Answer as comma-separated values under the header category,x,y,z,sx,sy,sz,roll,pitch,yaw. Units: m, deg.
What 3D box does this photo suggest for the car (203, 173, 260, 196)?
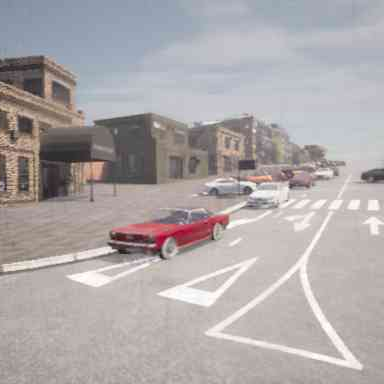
category,x,y,z,sx,sy,sz,roll,pitch,yaw
car,3.284,-0.526,29.306,4.674,1.452,2.002,-3,5,7

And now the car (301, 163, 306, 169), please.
category,x,y,z,sx,sy,sz,roll,pitch,yaw
car,14.004,-3.021,50.144,5.008,1.535,2.097,-3,5,8

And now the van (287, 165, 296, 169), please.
category,x,y,z,sx,sy,sz,roll,pitch,yaw
van,11.195,-2.627,44.949,4.442,1.987,1.878,-3,5,8

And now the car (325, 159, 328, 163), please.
category,x,y,z,sx,sy,sz,roll,pitch,yaw
car,27.554,-6.016,76.004,5.008,1.535,2.097,-3,4,8

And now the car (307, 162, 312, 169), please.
category,x,y,z,sx,sy,sz,roll,pitch,yaw
car,16.698,-3.632,55.327,5.008,1.535,2.097,-3,5,8

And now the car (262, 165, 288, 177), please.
category,x,y,z,sx,sy,sz,roll,pitch,yaw
car,8.663,-1.921,39.725,4.553,1.767,2.185,-3,5,7

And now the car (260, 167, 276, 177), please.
category,x,y,z,sx,sy,sz,roll,pitch,yaw
car,5.981,-1.307,34.506,4.553,1.767,2.185,-3,5,7

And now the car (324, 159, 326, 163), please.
category,x,y,z,sx,sy,sz,roll,pitch,yaw
car,26.201,-5.736,73.418,5.008,1.535,2.097,-3,5,8

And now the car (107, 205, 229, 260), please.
category,x,y,z,sx,sy,sz,roll,pitch,yaw
car,-0.566,1.187,11.176,1.895,1.301,4.718,0,4,32

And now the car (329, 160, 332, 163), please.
category,x,y,z,sx,sy,sz,roll,pitch,yaw
car,30.251,-6.810,81.144,5.566,2.045,2.435,-3,4,8

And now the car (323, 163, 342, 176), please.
category,x,y,z,sx,sy,sz,roll,pitch,yaw
car,19.755,-2.966,47.277,1.994,1.385,4.181,0,6,27

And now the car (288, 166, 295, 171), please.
category,x,y,z,sx,sy,sz,roll,pitch,yaw
car,9.978,-2.103,42.356,5.008,1.535,2.097,-3,5,7

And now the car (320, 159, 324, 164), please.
category,x,y,z,sx,sy,sz,roll,pitch,yaw
car,24.854,-5.572,70.817,4.553,1.767,2.185,-3,5,8

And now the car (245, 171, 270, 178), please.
category,x,y,z,sx,sy,sz,roll,pitch,yaw
car,4.651,-0.846,31.914,4.792,1.488,2.163,-3,5,7

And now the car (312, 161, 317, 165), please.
category,x,y,z,sx,sy,sz,roll,pitch,yaw
car,19.412,-4.243,60.493,4.892,1.521,2.231,-3,5,8

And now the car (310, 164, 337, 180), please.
category,x,y,z,sx,sy,sz,roll,pitch,yaw
car,16.360,-2.288,41.337,1.812,1.442,4.674,0,6,32

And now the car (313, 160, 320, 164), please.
category,x,y,z,sx,sy,sz,roll,pitch,yaw
car,22.137,-4.979,65.652,4.553,1.767,2.185,-3,5,8

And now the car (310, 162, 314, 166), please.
category,x,y,z,sx,sy,sz,roll,pitch,yaw
car,18.059,-3.937,57.909,4.892,1.521,2.231,-3,5,8

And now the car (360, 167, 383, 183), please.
category,x,y,z,sx,sy,sz,roll,pitch,yaw
car,19.346,-1.702,32.907,4.892,1.490,1.837,0,7,39

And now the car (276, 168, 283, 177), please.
category,x,y,z,sx,sy,sz,roll,pitch,yaw
car,7.272,-1.457,37.138,4.792,1.488,2.163,-3,5,7

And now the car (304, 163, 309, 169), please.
category,x,y,z,sx,sy,sz,roll,pitch,yaw
car,15.388,-3.299,52.730,4.792,1.488,2.163,-3,5,8

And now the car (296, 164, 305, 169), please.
category,x,y,z,sx,sy,sz,roll,pitch,yaw
car,12.852,-2.728,47.523,5.366,1.575,1.946,-3,5,8

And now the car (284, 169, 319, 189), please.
category,x,y,z,sx,sy,sz,roll,pitch,yaw
car,10.651,-1.146,32.073,1.812,1.442,4.674,0,6,30

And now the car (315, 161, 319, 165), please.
category,x,y,z,sx,sy,sz,roll,pitch,yaw
car,20.764,-4.550,63.082,5.008,1.535,2.097,-3,5,8

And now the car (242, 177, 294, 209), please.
category,x,y,z,sx,sy,sz,roll,pitch,yaw
car,5.032,0.108,21.494,1.812,1.442,4.674,0,6,27
